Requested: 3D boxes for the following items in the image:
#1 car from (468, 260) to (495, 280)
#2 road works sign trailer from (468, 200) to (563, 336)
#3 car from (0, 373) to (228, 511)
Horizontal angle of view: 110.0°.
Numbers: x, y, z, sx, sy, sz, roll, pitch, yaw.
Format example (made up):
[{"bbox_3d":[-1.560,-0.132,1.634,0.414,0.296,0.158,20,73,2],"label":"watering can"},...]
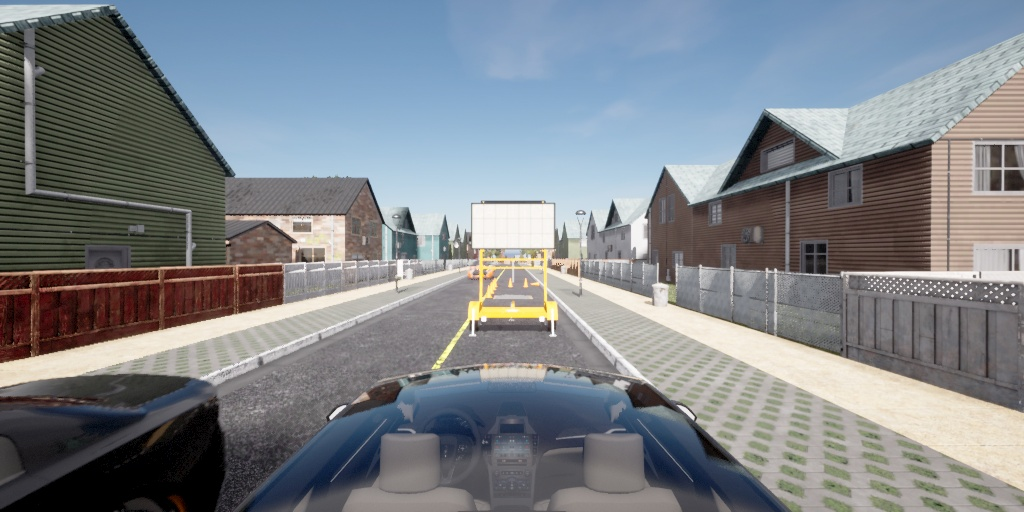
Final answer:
[{"bbox_3d":[-2.658,1.143,31.650,2.097,1.767,4.553,0,0,0],"label":"car"},{"bbox_3d":[0.035,0.215,10.338,2.380,3.560,2.880,0,0,1],"label":"road works sign trailer"},{"bbox_3d":[-2.850,1.228,0.282,1.882,1.535,5.008,0,0,0],"label":"car"}]
